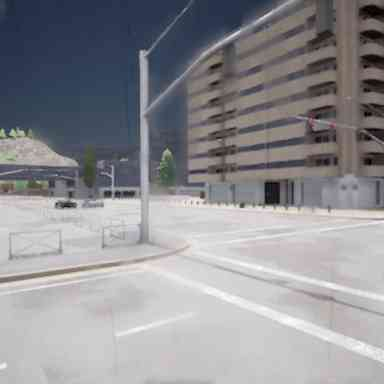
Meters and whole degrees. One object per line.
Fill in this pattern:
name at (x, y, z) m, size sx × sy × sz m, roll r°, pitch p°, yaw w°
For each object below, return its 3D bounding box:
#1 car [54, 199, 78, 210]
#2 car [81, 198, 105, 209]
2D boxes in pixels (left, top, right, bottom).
car at (-16.189, 1.547, 42.718) m, size 1.895 × 1.301 × 4.718 m, roll -1°, pitch 0°, yaw -35°
car at (-13.338, 1.514, 44.749) m, size 1.895 × 1.301 × 4.718 m, roll -1°, pitch 0°, yaw -35°
